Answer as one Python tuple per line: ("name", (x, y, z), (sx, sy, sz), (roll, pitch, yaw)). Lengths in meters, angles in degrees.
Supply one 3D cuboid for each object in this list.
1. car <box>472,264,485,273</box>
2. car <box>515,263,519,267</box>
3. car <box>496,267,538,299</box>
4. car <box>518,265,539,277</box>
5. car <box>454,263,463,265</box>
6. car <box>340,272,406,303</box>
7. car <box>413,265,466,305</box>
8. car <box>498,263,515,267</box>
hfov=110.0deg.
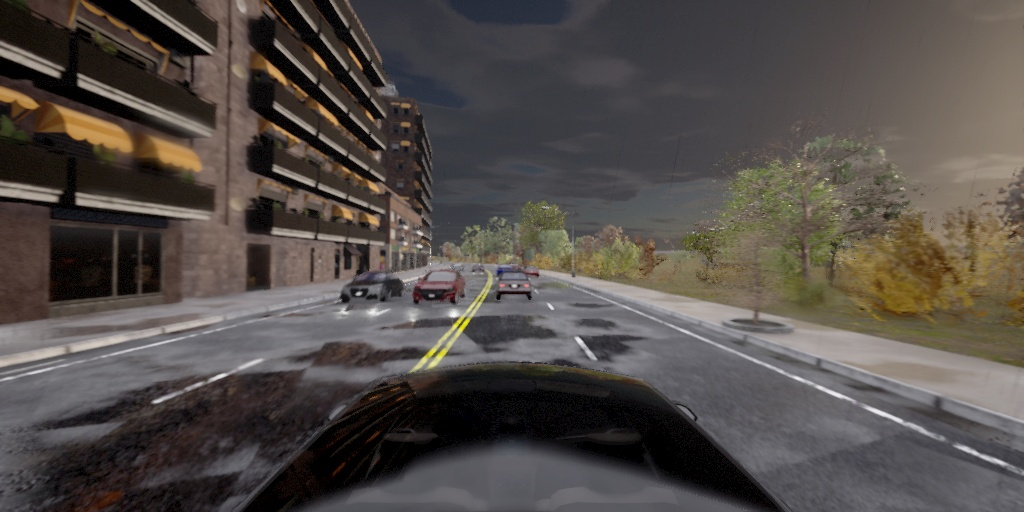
("car", (-5.433, 1.957, 58.015), (1.994, 1.385, 4.181), (1, -1, -5))
("car", (0.596, 2.035, 63.829), (1.812, 1.442, 4.674), (1, -1, -6))
("car", (0.071, 1.527, 19.840), (2.033, 1.411, 5.357), (1, -1, -1))
("car", (2.262, 1.873, 45.220), (1.994, 1.385, 4.181), (1, -1, -4))
("car", (-8.683, 1.892, 57.932), (1.812, 1.442, 4.674), (1, -1, -5))
("car", (-6.609, 1.454, 17.423), (1.994, 1.385, 4.181), (1, -1, -1))
("car", (-3.353, 1.395, 17.324), (1.882, 1.535, 5.008), (1, -1, -1))
("car", (-1.019, 1.763, 45.581), (1.882, 1.535, 5.008), (1, 0, -4))
